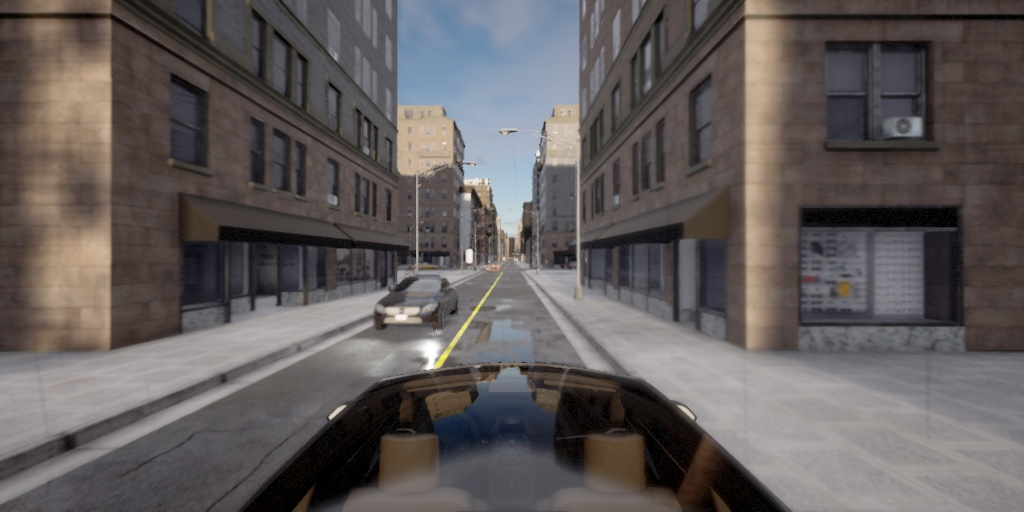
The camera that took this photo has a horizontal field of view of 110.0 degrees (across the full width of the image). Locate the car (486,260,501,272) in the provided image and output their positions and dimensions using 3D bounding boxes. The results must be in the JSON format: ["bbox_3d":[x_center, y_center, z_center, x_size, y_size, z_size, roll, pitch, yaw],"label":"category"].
[{"bbox_3d":[-2.745,1.574,54.775,2.097,1.767,4.553,0,0,0],"label":"car"}]

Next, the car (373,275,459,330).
[{"bbox_3d":[-2.850,1.352,11.573,1.812,1.442,4.674,0,0,0],"label":"car"}]

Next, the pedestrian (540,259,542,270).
[{"bbox_3d":[4.515,1.324,55.967,0.375,1.860,0.375,0,0,0],"label":"pedestrian"}]

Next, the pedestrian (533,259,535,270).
[{"bbox_3d":[3.515,1.334,57.167,0.375,1.860,0.375,0,0,0],"label":"pedestrian"}]

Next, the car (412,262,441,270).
[{"bbox_3d":[-14.906,1.777,62.376,4.829,1.417,1.751,0,0,0],"label":"car"}]

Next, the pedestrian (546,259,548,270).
[{"bbox_3d":[5.515,1.335,56.567,0.375,1.860,0.375,0,0,0],"label":"pedestrian"}]

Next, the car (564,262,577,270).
[{"bbox_3d":[11.769,1.806,62.350,4.403,1.370,2.007,0,0,0],"label":"car"}]
